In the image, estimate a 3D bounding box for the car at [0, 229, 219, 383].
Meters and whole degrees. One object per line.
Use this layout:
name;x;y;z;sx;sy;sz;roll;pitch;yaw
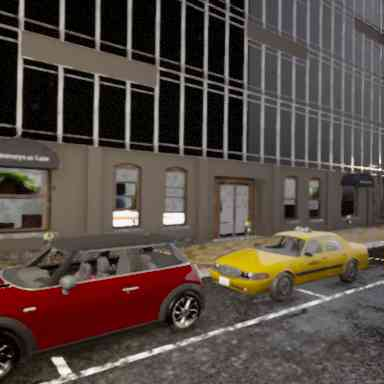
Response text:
car;-1.826;1.454;5.249;4.097;1.590;1.967;1;0;-36

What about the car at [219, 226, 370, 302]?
car;2.654;1.591;8.448;4.829;1.417;1.752;1;0;-36
